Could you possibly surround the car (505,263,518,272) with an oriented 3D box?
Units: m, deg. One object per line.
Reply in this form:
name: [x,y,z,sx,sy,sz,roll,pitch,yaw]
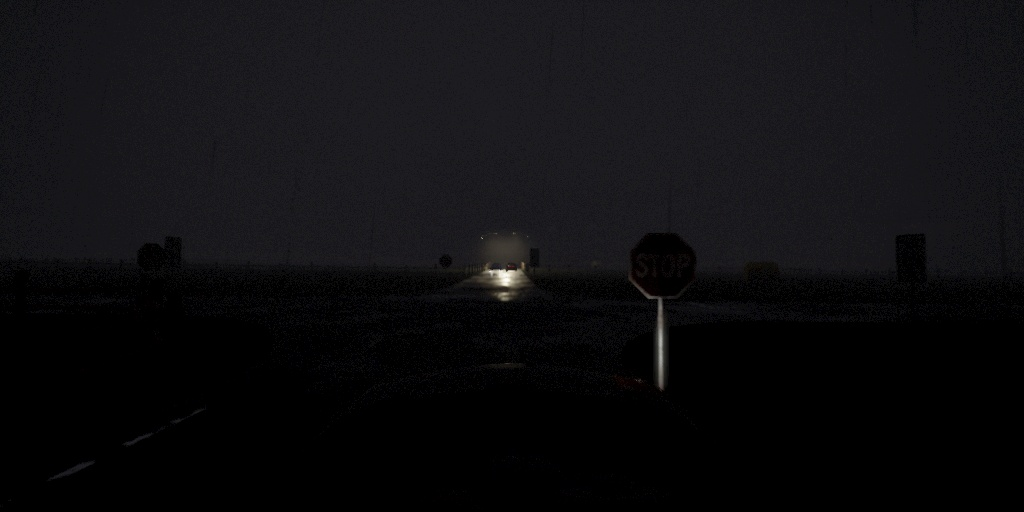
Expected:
car: [-0.084,1.917,60.390,1.837,1.490,4.892,0,-1,0]
